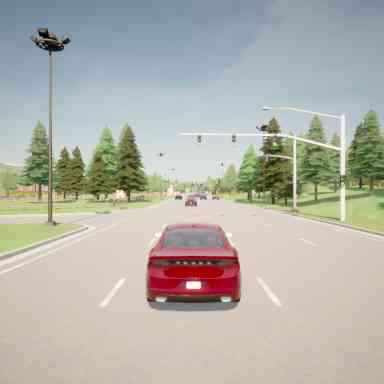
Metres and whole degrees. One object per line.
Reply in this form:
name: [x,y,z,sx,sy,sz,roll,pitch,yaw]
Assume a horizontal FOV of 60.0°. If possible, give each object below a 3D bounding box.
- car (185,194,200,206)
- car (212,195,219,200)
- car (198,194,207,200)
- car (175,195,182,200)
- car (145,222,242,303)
car: [-0.150,1.525,52.897,1.812,1.442,4.674,0,0,0]
car: [6.731,1.525,94.363,2.128,1.511,4.902,0,0,0]
car: [3.231,1.524,94.353,1.812,1.442,4.674,0,0,0]
car: [-3.769,1.478,94.333,1.882,1.535,5.008,0,0,0]
car: [0.040,1.478,8.294,1.882,1.535,5.008,0,0,0]
